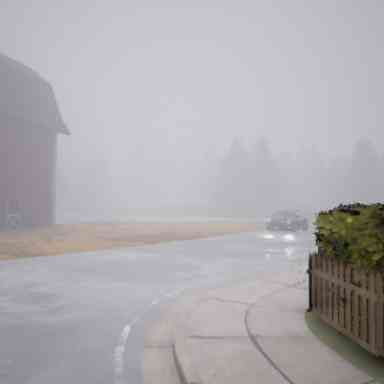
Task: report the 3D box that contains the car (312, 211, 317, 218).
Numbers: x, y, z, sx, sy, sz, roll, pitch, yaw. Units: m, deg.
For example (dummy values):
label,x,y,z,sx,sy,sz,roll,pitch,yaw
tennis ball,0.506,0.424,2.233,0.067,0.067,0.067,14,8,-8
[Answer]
label,x,y,z,sx,sy,sz,roll,pitch,yaw
car,15.730,3.325,48.944,4.902,1.511,2.128,-1,-2,29

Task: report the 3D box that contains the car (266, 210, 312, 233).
label,x,y,z,sx,sy,sz,roll,pitch,yaw
car,7.707,2.240,26.845,2.097,1.767,4.553,-1,-2,36
